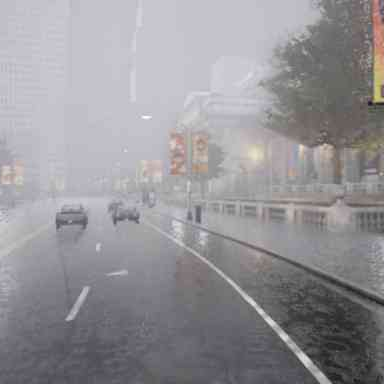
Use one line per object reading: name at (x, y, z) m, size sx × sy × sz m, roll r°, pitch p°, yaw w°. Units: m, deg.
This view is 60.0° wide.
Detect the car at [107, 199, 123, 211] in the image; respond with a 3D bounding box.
car at (-9.246, 1.656, 40.612) m, size 1.837 × 1.490 × 4.892 m, roll 0°, pitch -1°, yaw -15°

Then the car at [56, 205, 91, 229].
car at (-7.947, 1.593, 22.381) m, size 2.128 × 1.511 × 4.902 m, roll 0°, pitch 0°, yaw -15°

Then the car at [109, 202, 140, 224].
car at (-5.229, 1.694, 25.794) m, size 1.895 × 1.301 × 4.718 m, roll 0°, pitch 0°, yaw -15°
